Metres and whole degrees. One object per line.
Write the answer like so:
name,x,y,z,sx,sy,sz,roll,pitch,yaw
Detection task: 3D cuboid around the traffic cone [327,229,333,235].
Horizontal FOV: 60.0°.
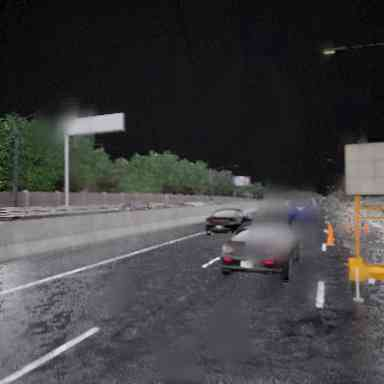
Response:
traffic cone,6.216,2.071,14.959,0.340,0.580,0.340,-1,-1,22

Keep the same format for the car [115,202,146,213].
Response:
car,-7.710,2.119,41.985,2.097,1.767,4.553,-1,-1,22

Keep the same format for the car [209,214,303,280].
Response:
car,2.218,1.621,10.250,1.812,1.442,4.674,-1,-1,22

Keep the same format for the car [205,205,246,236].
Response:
car,2.346,1.718,19.818,1.882,1.535,5.008,-1,-1,22

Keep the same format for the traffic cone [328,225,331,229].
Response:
traffic cone,6.973,2.094,16.811,0.340,0.580,0.340,-1,-1,22

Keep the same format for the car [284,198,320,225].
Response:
car,9.253,1.531,27.470,2.150,2.045,5.566,-1,-1,22

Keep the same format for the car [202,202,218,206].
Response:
car,2.651,2.293,48.815,2.128,1.511,4.902,-1,-1,22

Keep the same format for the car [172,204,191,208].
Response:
car,-1.368,2.430,48.237,1.895,1.301,4.718,-1,-1,22

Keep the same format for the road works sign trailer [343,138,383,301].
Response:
road works sign trailer,4.930,0.494,7.938,2.380,3.560,2.880,-1,-1,22

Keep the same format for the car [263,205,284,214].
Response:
car,9.006,2.085,36.099,1.895,1.301,4.718,-1,-1,22
